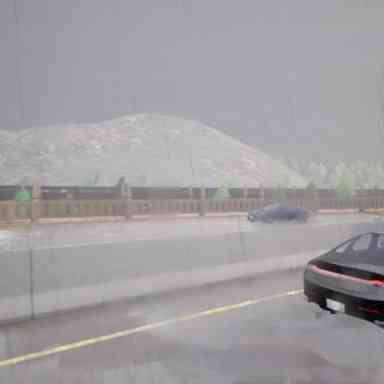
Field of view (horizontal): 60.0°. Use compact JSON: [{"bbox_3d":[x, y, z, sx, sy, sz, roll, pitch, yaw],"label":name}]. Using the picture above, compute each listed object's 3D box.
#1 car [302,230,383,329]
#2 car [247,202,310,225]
[{"bbox_3d":[4.214,1.479,6.203,4.902,1.511,2.128,0,0,-31],"label":"car"},{"bbox_3d":[6.091,1.458,23.236,4.674,1.442,1.812,0,0,-25],"label":"car"}]
